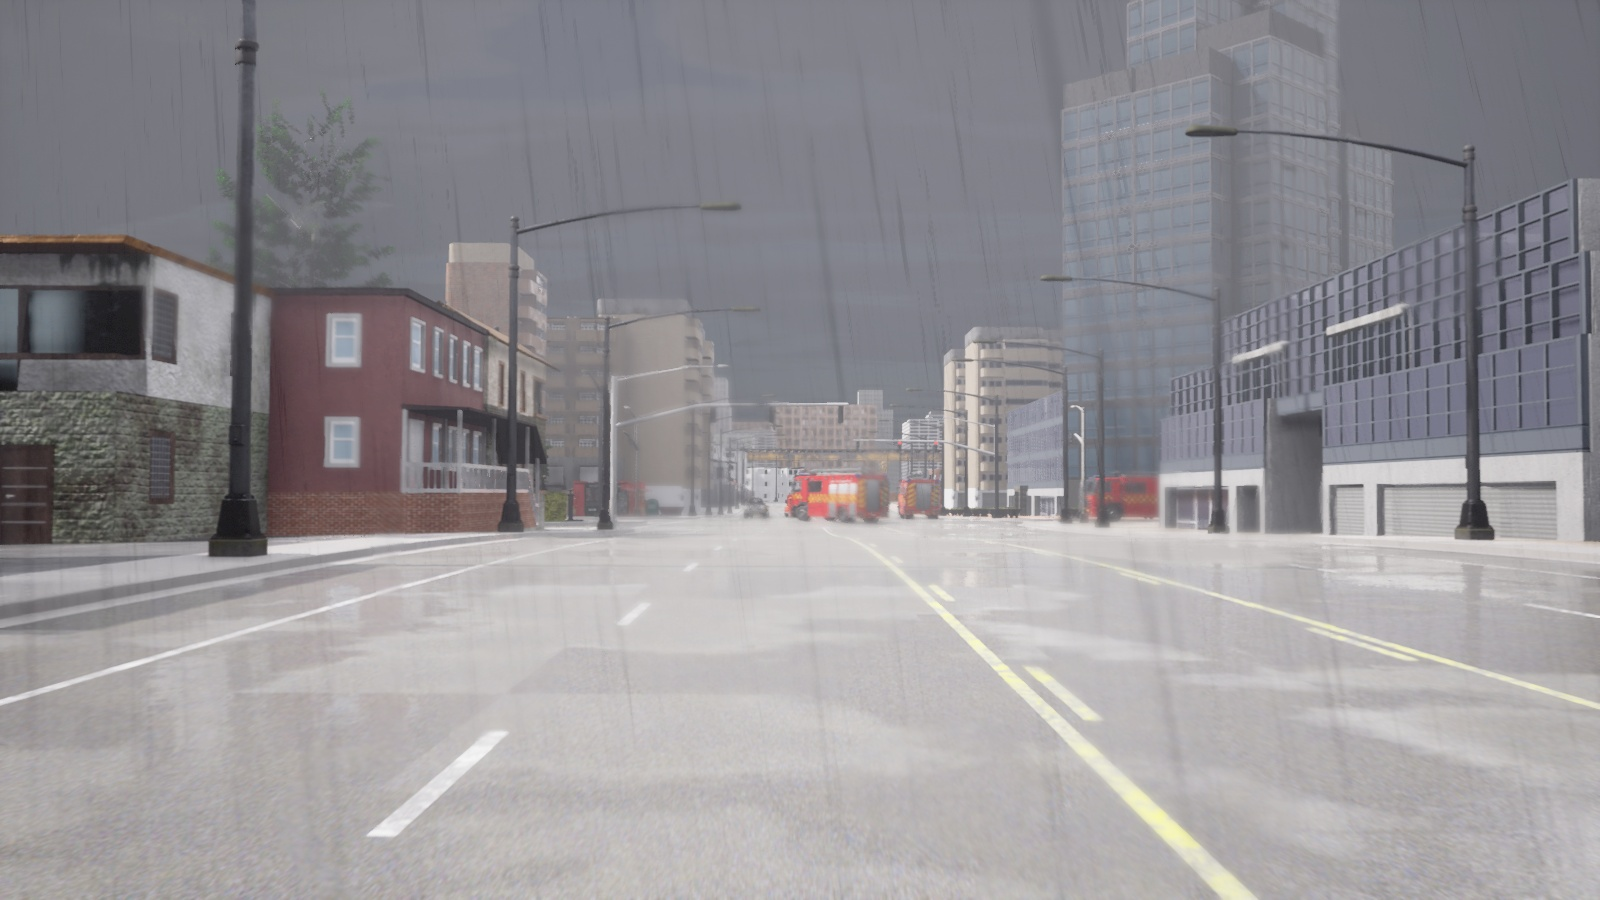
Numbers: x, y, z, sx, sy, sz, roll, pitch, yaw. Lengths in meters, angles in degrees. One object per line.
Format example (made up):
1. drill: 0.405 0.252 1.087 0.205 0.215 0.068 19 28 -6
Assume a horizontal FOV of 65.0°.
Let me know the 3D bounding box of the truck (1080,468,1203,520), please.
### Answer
1. truck: 25.773 3.338 95.083 8.468 3.827 2.891 0 -2 0

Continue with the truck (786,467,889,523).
1. truck: 2.578 3.258 89.864 2.891 3.827 8.468 1 -3 -35
